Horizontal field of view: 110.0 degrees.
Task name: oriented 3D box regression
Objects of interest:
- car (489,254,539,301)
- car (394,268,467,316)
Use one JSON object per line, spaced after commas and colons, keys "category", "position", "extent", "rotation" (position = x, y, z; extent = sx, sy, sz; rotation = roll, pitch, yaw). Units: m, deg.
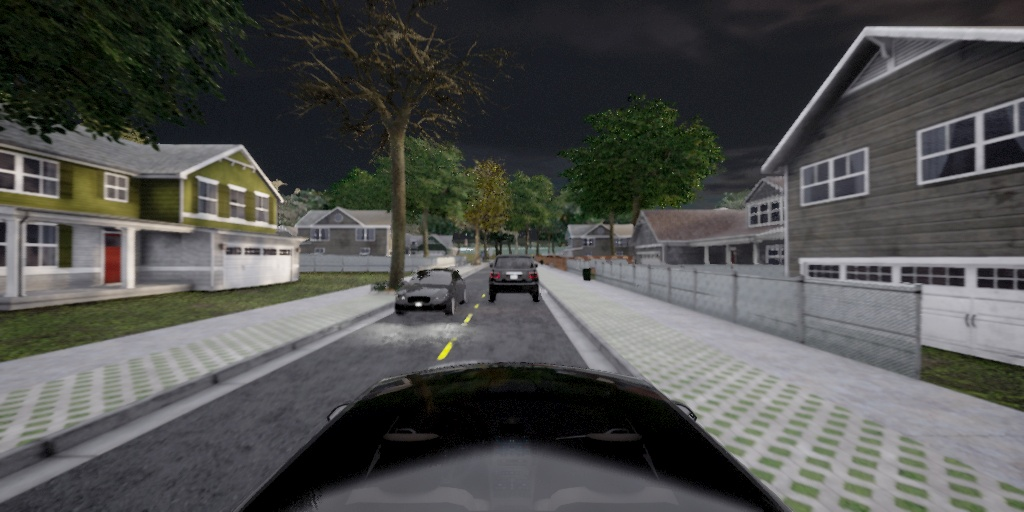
{"category": "car", "position": [0.088, 0.926, 17.035], "extent": [2.150, 2.045, 5.566], "rotation": [0, 0, 0]}
{"category": "car", "position": [-2.820, 1.223, 13.288], "extent": [1.837, 1.490, 4.892], "rotation": [0, 0, 0]}
